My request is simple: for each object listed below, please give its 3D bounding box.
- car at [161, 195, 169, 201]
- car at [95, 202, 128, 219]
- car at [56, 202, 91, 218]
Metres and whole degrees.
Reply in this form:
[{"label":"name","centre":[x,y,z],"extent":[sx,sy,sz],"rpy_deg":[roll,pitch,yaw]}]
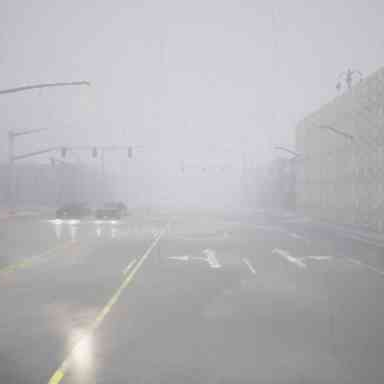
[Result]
[{"label":"car","centre":[-7.000,1.549,86.200],"extent":[1.994,1.385,4.181],"rpy_deg":[0,0,0]},{"label":"car","centre":[-7.000,1.600,29.650],"extent":[2.033,1.411,5.357],"rpy_deg":[0,0,0]},{"label":"car","centre":[-10.500,1.598,29.650],"extent":[1.994,1.385,4.181],"rpy_deg":[0,0,0]}]
